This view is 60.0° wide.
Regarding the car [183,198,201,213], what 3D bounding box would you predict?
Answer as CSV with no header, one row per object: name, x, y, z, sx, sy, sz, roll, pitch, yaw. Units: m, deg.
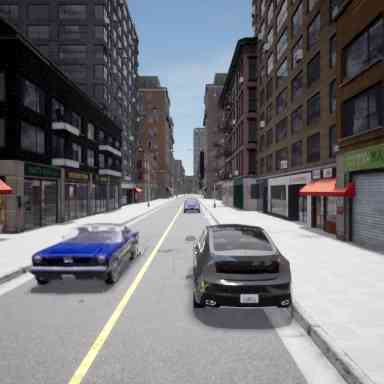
car,0.002,1.519,37.041,2.033,1.411,5.357,0,0,0

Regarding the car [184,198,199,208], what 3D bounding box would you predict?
car,-0.094,1.522,47.468,1.994,1.385,4.181,0,0,0

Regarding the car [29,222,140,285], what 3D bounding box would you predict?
car,-2.769,1.597,9.645,1.895,1.301,4.718,0,0,0

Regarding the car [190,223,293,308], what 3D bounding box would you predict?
car,0.940,1.503,7.885,1.837,1.490,4.892,0,0,0
